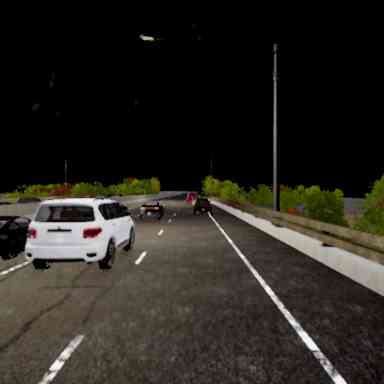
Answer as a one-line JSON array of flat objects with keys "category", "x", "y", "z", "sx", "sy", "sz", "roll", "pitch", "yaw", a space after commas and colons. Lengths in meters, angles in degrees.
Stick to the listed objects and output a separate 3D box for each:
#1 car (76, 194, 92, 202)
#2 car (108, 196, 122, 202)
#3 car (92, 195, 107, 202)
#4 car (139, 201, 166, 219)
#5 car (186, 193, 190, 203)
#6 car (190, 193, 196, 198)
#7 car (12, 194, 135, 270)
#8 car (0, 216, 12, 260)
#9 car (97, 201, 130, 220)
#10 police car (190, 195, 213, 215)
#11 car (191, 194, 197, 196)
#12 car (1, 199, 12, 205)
[{"category": "car", "x": -24.455, "y": 1.324, "z": 75.693, "sx": 2.097, "sy": 1.767, "sz": 4.553, "roll": 0, "pitch": 0, "yaw": 0}, {"category": "car", "x": -17.456, "y": 1.564, "z": 75.628, "sx": 1.895, "sy": 1.301, "sz": 4.718, "roll": 0, "pitch": 0, "yaw": 0}, {"category": "car", "x": -20.956, "y": 1.509, "z": 75.661, "sx": 2.033, "sy": 1.411, "sz": 5.357, "roll": 0, "pitch": 0, "yaw": 0}, {"category": "car", "x": -3.384, "y": 1.512, "z": 28.812, "sx": 2.128, "sy": 1.511, "sz": 4.902, "roll": 0, "pitch": 0, "yaw": 0}, {"category": "car", "x": 0.040, "y": 1.172, "z": 68.257, "sx": 2.150, "sy": 2.045, "sz": 5.566, "roll": 0, "pitch": 0, "yaw": 0}, {"category": "car", "x": 1.079, "y": 1.384, "z": 49.752, "sx": 2.097, "sy": 1.767, "sz": 4.553, "roll": 0, "pitch": 0, "yaw": 0}, {"category": "car", "x": -3.394, "y": 1.230, "z": 11.164, "sx": 2.150, "sy": 2.045, "sz": 5.566, "roll": 0, "pitch": 0, "yaw": 0}, {"category": "car", "x": -6.893, "y": 1.574, "z": 12.511, "sx": 1.994, "sy": 1.385, "sz": 4.181, "roll": 0, "pitch": 0, "yaw": 0}, {"category": "car", "x": -6.883, "y": 1.585, "z": 29.557, "sx": 1.994, "sy": 1.385, "sz": 4.181, "roll": 0, "pitch": 0, "yaw": 0}, {"category": "police car", "x": 1.070, "y": 1.449, "z": 33.892, "sx": 1.930, "sy": 1.638, "sz": 5.238, "roll": 0, "pitch": 0, "yaw": 0}, {"category": "car", "x": 1.076, "y": 1.485, "z": 43.972, "sx": 1.801, "sy": 1.575, "sz": 5.366, "roll": 0, "pitch": 0, "yaw": 0}, {"category": "car", "x": -17.569, "y": 1.377, "z": 35.116, "sx": 2.097, "sy": 1.767, "sz": 4.553, "roll": 0, "pitch": 0, "yaw": 0}]
